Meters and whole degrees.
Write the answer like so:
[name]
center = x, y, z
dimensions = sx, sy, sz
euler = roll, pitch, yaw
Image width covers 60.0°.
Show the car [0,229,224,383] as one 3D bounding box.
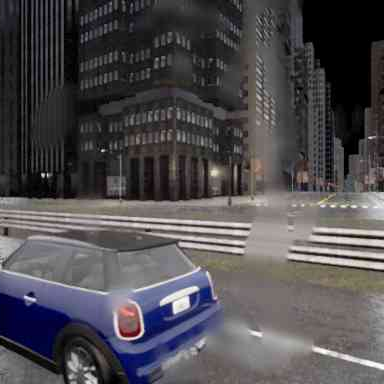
[car]
center = -1.854, 1.378, 5.208
dimensions = 4.553, 1.767, 2.097
euler = 0, 0, 36
